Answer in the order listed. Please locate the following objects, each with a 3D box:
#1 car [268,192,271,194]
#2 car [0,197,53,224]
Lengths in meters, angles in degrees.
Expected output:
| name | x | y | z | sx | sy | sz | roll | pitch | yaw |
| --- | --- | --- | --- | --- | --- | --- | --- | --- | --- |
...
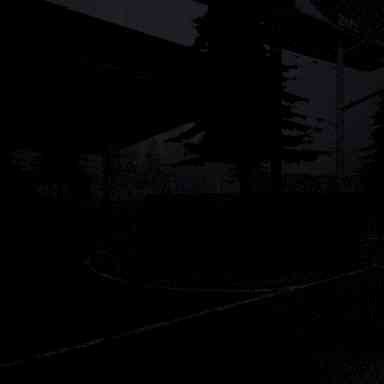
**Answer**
| name | x | y | z | sx | sy | sz | roll | pitch | yaw |
| --- | --- | --- | --- | --- | --- | --- | --- | --- | --- |
| car | 6.182 | 1.050 | 28.667 | 2.150 | 2.045 | 5.566 | 0 | 1 | -34 |
| car | -12.018 | 1.313 | 23.448 | 3.866 | 1.878 | 1.905 | 0 | 0 | -36 |
